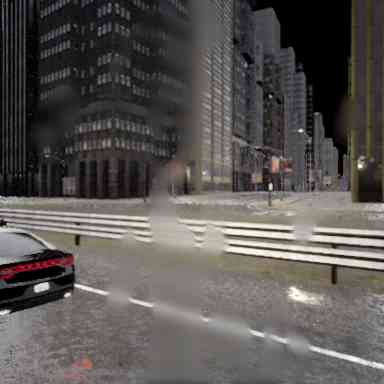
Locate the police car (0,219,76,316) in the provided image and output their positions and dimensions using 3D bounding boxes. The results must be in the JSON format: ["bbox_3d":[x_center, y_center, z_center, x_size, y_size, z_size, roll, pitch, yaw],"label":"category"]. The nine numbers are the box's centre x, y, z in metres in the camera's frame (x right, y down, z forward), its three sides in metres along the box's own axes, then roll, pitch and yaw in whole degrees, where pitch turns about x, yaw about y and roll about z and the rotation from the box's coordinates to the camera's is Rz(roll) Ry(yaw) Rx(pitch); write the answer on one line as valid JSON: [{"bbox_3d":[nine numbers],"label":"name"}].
[{"bbox_3d":[-4.683,1.437,7.217,5.238,1.638,1.930,0,0,36],"label":"police car"}]
